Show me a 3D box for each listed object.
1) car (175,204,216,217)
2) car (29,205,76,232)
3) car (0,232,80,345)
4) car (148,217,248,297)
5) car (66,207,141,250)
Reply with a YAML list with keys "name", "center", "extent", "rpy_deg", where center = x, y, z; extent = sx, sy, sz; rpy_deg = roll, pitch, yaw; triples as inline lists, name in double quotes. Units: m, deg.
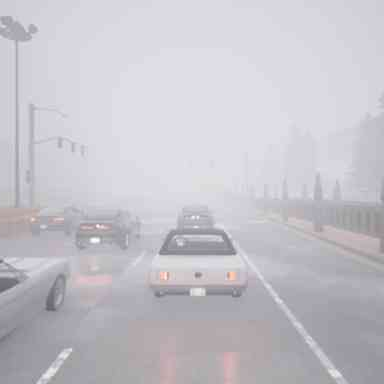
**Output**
- name: "car"
  center: [0.186, 1.379, 17.631]
  extent: [1.837, 1.490, 4.892]
  rpy_deg: [0, 0, 0]
- name: "car"
  center: [-6.843, 1.401, 17.537]
  extent: [1.812, 1.442, 4.674]
  rpy_deg: [0, 0, -1]
- name: "car"
  center: [-3.385, 1.575, 4.682]
  extent: [1.895, 1.301, 4.718]
  rpy_deg: [0, 0, 0]
- name: "car"
  center: [0.131, 1.546, 8.371]
  extent: [1.895, 1.301, 4.718]
  rpy_deg: [0, 0, 0]
- name: "car"
  center: [-3.338, 1.408, 13.908]
  extent: [1.837, 1.490, 4.892]
  rpy_deg: [0, 0, 0]
